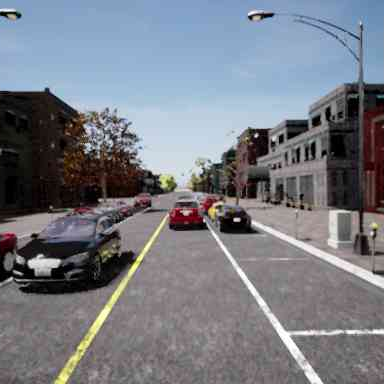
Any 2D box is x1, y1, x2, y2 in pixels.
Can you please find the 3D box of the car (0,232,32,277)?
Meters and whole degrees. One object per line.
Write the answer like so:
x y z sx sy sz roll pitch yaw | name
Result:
-5.845 1.555 7.842 1.887 1.381 4.507 -1 0 -1 | car

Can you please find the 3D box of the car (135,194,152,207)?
-6.781 1.152 46.668 2.192 1.841 5.009 -1 0 -1 | car

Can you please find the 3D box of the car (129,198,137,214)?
-6.377 1.494 30.029 1.802 1.307 4.206 -1 0 -1 | car

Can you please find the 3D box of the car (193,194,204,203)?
1.198 1.218 63.682 1.752 1.417 4.829 -1 0 -1 | car

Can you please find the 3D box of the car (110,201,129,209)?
-6.245 1.487 24.482 2.008 1.369 4.403 -1 0 -1 | car

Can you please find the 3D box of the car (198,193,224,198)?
1.996 1.158 30.231 2.192 1.841 5.009 -1 0 -1 | car

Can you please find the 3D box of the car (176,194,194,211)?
-0.828 1.175 39.360 2.097 1.767 4.553 0 0 -1 | car

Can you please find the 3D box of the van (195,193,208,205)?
1.464 1.085 52.418 1.690 1.788 3.998 -1 0 -1 | van

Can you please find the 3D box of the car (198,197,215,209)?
1.735 1.376 41.325 1.802 1.307 4.206 -1 0 -1 | car

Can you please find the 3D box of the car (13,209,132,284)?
-3.287 1.473 9.653 2.128 1.511 4.902 0 0 -1 | car

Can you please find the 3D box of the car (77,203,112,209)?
-6.110 1.543 18.936 1.802 1.307 4.206 -1 0 -1 | car

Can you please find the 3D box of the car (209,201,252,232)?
2.267 1.459 19.139 1.947 1.339 4.313 -1 0 -1 | car

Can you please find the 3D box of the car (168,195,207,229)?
-0.388 1.256 21.210 2.097 1.767 4.553 0 0 -2 | car

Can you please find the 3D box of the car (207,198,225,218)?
2.130 1.393 24.854 1.752 1.417 4.829 -1 0 -1 | car
